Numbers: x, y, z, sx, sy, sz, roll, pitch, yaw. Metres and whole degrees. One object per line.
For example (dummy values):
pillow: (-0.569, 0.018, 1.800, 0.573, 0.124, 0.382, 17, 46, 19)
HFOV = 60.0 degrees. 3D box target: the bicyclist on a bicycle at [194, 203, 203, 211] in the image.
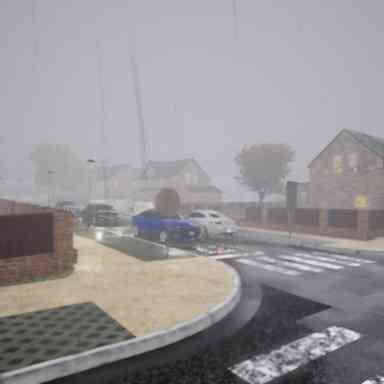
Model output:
bicyclist on a bicycle: (0.433, 1.651, 24.713, 1.656, 1.620, 0.582, 2, -1, -34)

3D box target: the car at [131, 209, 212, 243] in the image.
car: (-1.389, 1.588, 16.871, 1.882, 1.535, 5.008, 3, -2, -33)

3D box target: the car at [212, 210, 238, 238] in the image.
car: (0.662, 1.745, 18.830, 1.812, 1.442, 4.674, 2, -2, -32)

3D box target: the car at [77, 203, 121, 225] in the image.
car: (-6.923, 1.643, 25.189, 1.837, 1.490, 4.892, 3, -2, -33)

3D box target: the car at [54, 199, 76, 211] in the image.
car: (-18.157, 1.824, 47.387, 1.812, 1.442, 4.674, 3, -1, -34)

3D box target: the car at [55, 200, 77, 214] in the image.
car: (-12.632, 1.689, 33.784, 1.812, 1.442, 4.674, 3, -2, -33)
